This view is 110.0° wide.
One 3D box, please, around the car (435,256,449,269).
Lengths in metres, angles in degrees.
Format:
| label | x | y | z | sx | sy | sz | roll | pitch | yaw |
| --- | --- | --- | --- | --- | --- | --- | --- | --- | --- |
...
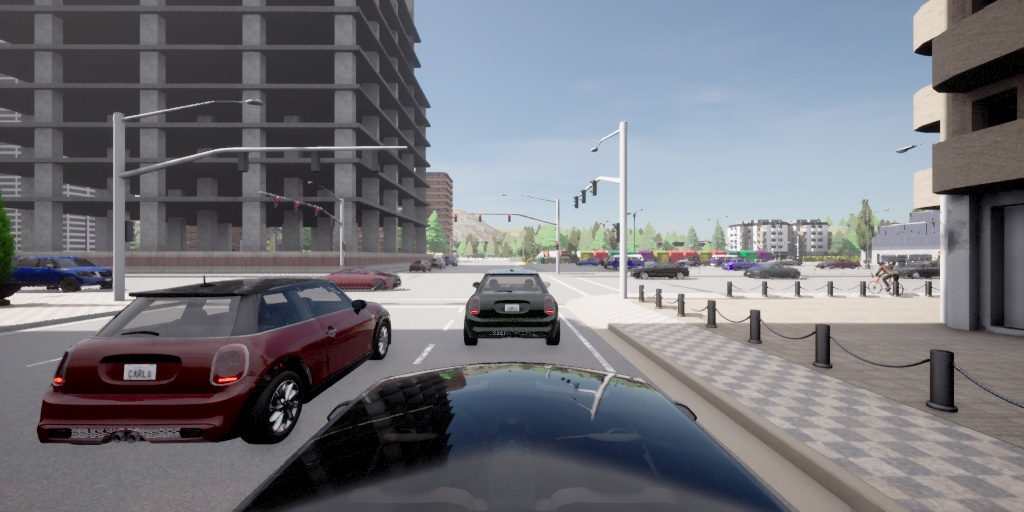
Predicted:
| label | x | y | z | sx | sy | sz | roll | pitch | yaw |
| --- | --- | --- | --- | --- | --- | --- | --- | --- | --- |
| car | -11.467 | 1.102 | 54.509 | 2.097 | 1.767 | 4.553 | 0 | 0 | -1 |

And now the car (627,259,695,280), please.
| label | x | y | z | sx | sy | sz | roll | pitch | yaw |
| --- | --- | --- | --- | --- | --- | --- | --- | --- | --- |
| car | 13.039 | 1.283 | 31.820 | 5.008 | 1.535 | 1.882 | 0 | 0 | 0 |

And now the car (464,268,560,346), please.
| label | x | y | z | sx | sy | sz | roll | pitch | yaw |
| --- | --- | --- | --- | --- | --- | --- | --- | --- | --- |
| car | -0.020 | 1.102 | 9.605 | 2.097 | 1.767 | 4.553 | 0 | 0 | -1 |

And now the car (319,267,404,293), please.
| label | x | y | z | sx | sy | sz | roll | pitch | yaw |
| --- | --- | --- | --- | --- | --- | --- | --- | --- | --- |
| car | -8.679 | 1.338 | 20.963 | 4.181 | 1.385 | 1.994 | 0 | 0 | -1 |

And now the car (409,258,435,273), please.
| label | x | y | z | sx | sy | sz | roll | pitch | yaw |
| --- | --- | --- | --- | --- | --- | --- | --- | --- | --- |
| car | -11.366 | 1.228 | 44.752 | 1.882 | 1.535 | 5.008 | 0 | 0 | 0 |

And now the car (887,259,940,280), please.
| label | x | y | z | sx | sy | sz | roll | pitch | yaw |
| --- | --- | --- | --- | --- | --- | --- | --- | --- | --- |
| car | 36.447 | 1.304 | 31.972 | 4.892 | 1.490 | 1.837 | -2 | 0 | 0 |

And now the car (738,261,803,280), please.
| label | x | y | z | sx | sy | sz | roll | pitch | yaw |
| --- | --- | --- | --- | --- | --- | --- | --- | --- | --- |
| car | 23.056 | 1.369 | 31.887 | 4.181 | 1.385 | 1.994 | 0 | 0 | 0 |

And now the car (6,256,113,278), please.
| label | x | y | z | sx | sy | sz | roll | pitch | yaw |
| --- | --- | --- | --- | --- | --- | --- | --- | --- | --- |
| car | -26.245 | 1.026 | 20.833 | 5.566 | 2.045 | 2.150 | 0 | 0 | 0 |

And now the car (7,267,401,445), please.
| label | x | y | z | sx | sy | sz | roll | pitch | yaw |
| --- | --- | --- | --- | --- | --- | --- | --- | --- | --- |
| car | -3.483 | 1.102 | 5.471 | 2.097 | 1.767 | 4.553 | 0 | 0 | 0 |

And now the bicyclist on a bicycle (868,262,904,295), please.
| label | x | y | z | sx | sy | sz | roll | pitch | yaw |
| --- | --- | --- | --- | --- | --- | --- | --- | --- | --- |
| bicyclist on a bicycle | 18.070 | 1.106 | 17.374 | 0.582 | 1.620 | 1.656 | 0 | 0 | 0 |
